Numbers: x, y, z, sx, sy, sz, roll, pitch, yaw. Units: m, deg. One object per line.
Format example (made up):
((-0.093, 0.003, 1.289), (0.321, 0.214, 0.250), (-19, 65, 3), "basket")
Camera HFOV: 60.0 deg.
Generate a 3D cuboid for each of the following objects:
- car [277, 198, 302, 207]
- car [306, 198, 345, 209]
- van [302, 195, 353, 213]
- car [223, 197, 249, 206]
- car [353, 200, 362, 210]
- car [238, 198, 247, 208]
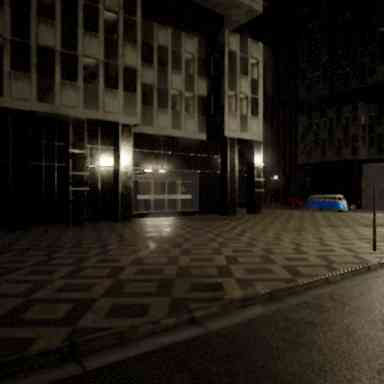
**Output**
((14.241, 1.530, 48.339), (1.802, 1.307, 4.206), (0, 0, -35), "car")
((17.519, 1.460, 43.739), (2.008, 1.369, 4.403), (0, 0, -35), "car")
((13.857, 1.198, 34.185), (1.690, 1.788, 3.998), (0, 0, -35), "van")
((7.587, 1.551, 57.679), (1.752, 1.417, 4.829), (0, 0, -35), "car")
((20.796, 1.435, 39.138), (1.947, 1.339, 4.313), (0, 0, -35), "car")
((7.303, 1.480, 43.386), (1.887, 1.381, 4.507), (0, 0, -35), "car")
